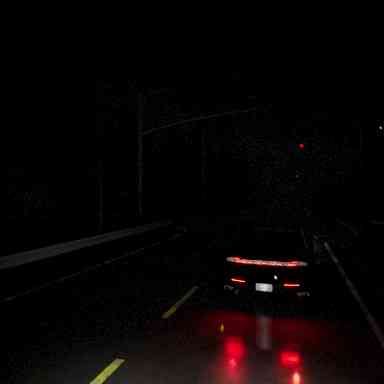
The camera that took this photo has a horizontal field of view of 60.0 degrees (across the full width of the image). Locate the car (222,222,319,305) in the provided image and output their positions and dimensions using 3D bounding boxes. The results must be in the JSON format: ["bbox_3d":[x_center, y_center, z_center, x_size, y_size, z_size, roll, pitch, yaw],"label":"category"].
[{"bbox_3d":[2.050,1.491,8.245,2.128,1.511,4.902,0,0,18],"label":"car"}]
